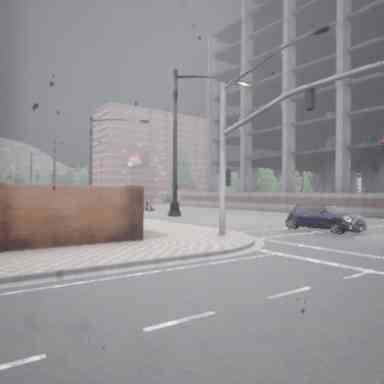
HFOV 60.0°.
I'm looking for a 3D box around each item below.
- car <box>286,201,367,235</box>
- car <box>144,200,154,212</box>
[{"bbox_3d":[8.068,1.484,20.235,2.097,1.767,4.553,1,-1,-36],"label":"car"},{"bbox_3d":[-6.420,1.726,40.862,1.837,1.490,4.892,1,2,-35],"label":"car"}]
